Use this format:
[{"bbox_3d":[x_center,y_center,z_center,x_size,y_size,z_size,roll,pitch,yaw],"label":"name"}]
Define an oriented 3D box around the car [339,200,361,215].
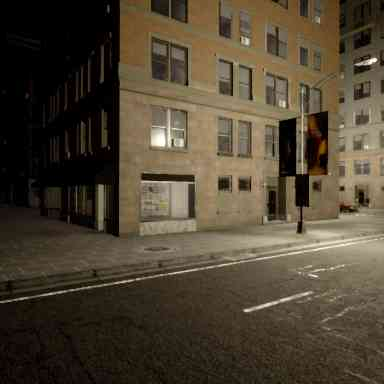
[{"bbox_3d":[14.861,1.509,34.088,1.812,1.442,4.674,0,0,-35],"label":"car"}]
